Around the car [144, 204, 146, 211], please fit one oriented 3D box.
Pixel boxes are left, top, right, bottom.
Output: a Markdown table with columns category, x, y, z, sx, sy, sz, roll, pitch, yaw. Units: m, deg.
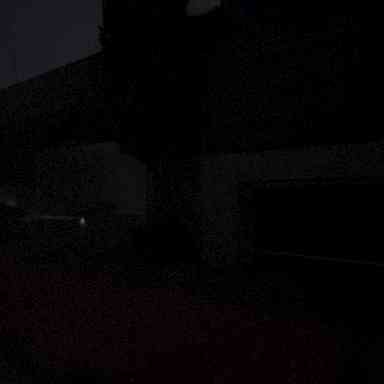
| category | x | y | z | sx | sy | sz | roll | pitch | yaw |
| --- | --- | --- | --- | --- | --- | --- | --- | --- | --- |
| car | -4.096 | 1.682 | 42.899 | 1.882 | 1.535 | 5.008 | -1 | 0 | 36 |

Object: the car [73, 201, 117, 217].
| category | x | y | z | sx | sy | sz | roll | pitch | yaw |
| --- | --- | --- | --- | --- | --- | --- | --- | --- | --- |
| car | -10.019 | 1.709 | 34.679 | 1.837 | 1.490 | 4.892 | -1 | 0 | 36 |

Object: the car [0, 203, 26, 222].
| category | x | y | z | sx | sy | sz | roll | pitch | yaw |
| --- | --- | --- | --- | --- | --- | --- | --- | --- | --- |
| car | -15.929 | 1.682 | 26.467 | 1.882 | 1.535 | 5.008 | -1 | 0 | 36 |
